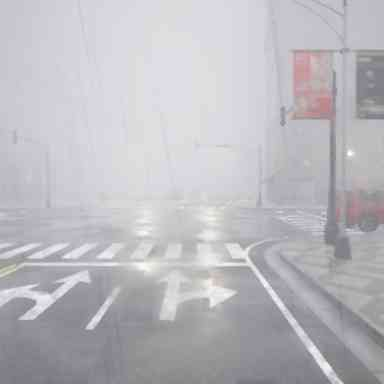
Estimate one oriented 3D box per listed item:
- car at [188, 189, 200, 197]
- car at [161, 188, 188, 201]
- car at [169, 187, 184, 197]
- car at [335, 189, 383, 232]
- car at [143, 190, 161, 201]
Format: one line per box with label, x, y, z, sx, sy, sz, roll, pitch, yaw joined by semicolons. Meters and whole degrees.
car;0.296;0.114;64.956;1.882;1.535;5.008;0;1;10
car;-2.451;0.513;48.943;2.033;1.411;5.357;0;1;10
car;-2.978;-0.016;65.114;2.097;1.767;4.553;0;1;10
car;9.814;0.882;16.620;5.566;2.045;2.150;0;1;0
car;-5.646;0.477;49.530;1.812;1.442;4.674;0;1;10
